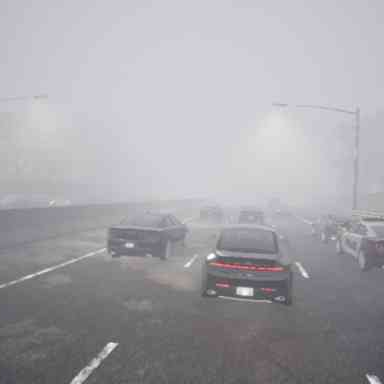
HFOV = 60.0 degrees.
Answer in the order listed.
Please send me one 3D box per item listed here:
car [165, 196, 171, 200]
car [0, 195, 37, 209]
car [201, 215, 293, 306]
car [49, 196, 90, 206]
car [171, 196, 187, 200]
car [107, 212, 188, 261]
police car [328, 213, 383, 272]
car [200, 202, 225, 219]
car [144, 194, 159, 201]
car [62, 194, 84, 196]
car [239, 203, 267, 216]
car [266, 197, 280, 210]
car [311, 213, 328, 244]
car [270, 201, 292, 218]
[{"bbox_3d":[-4.652,1.572,72.726,2.128,1.511,4.902,2,0,10],"label":"car"},{"bbox_3d":[-16.115,1.016,30.334,1.812,1.442,4.674,2,0,11],"label":"car"},{"bbox_3d":[1.412,1.587,8.440,1.837,1.490,4.892,2,0,10],"label":"car"},{"bbox_3d":[-9.590,1.291,27.090,1.994,1.385,4.181,2,0,10],"label":"car"},{"bbox_3d":[-2.084,1.679,67.371,2.128,1.511,4.902,2,0,11],"label":"car"},{"bbox_3d":[-1.418,1.465,12.391,1.882,1.535,5.008,2,0,10],"label":"car"},{"bbox_3d":[6.558,1.715,11.825,1.930,1.638,5.238,2,0,10],"label":"police car"},{"bbox_3d":[1.915,1.670,30.519,2.128,1.511,4.902,2,0,10],"label":"car"},{"bbox_3d":[-8.559,1.282,70.793,2.097,1.767,4.553,2,0,10],"label":"car"},{"bbox_3d":[-12.075,1.005,32.868,2.097,1.767,4.553,2,0,10],"label":"car"},{"bbox_3d":[4.798,1.752,26.852,1.882,1.535,5.008,2,0,10],"label":"car"},{"bbox_3d":[13.344,1.925,54.499,2.150,2.045,5.566,2,0,10],"label":"car"},{"bbox_3d":[7.620,1.857,17.618,1.837,1.490,4.892,2,0,10],"label":"car"},{"bbox_3d":[10.276,2.071,37.740,2.033,1.411,5.357,2,0,11],"label":"car"}]
